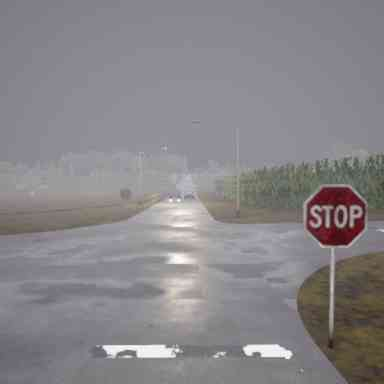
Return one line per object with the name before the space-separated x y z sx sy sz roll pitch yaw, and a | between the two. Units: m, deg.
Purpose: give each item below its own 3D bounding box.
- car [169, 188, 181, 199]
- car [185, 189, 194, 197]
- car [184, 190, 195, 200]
car | -3.266 0.202 65.263 2.150 2.045 5.566 0 2 0
car | -0.560 0.194 71.173 1.895 1.301 4.718 0 2 0
car | -0.484 0.639 61.154 1.812 1.442 4.674 0 2 0
